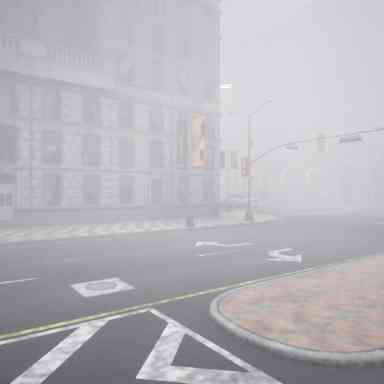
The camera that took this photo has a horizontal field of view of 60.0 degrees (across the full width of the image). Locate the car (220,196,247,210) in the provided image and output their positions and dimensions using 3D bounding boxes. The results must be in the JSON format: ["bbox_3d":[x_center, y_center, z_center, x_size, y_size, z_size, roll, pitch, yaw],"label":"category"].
[{"bbox_3d":[4.695,1.564,43.405,1.994,1.385,4.181,0,0,-36],"label":"car"}]

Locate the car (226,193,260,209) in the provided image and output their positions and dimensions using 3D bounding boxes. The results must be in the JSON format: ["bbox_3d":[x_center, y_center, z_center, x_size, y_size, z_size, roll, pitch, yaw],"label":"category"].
[{"bbox_3d":[6.866,1.221,46.370,2.150,2.045,5.566,0,0,-37],"label":"car"}]
